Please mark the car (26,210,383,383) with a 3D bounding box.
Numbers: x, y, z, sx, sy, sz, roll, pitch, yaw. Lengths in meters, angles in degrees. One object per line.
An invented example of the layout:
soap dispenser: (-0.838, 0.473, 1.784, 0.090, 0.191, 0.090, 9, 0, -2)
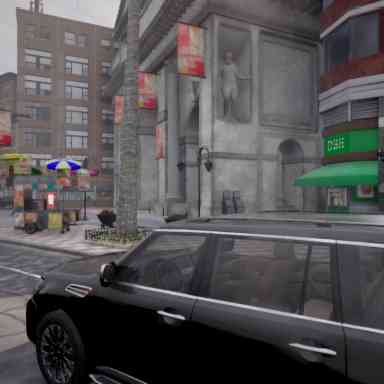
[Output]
car: (0.524, 1.221, 3.518, 5.566, 2.045, 2.150, 0, 0, 36)
